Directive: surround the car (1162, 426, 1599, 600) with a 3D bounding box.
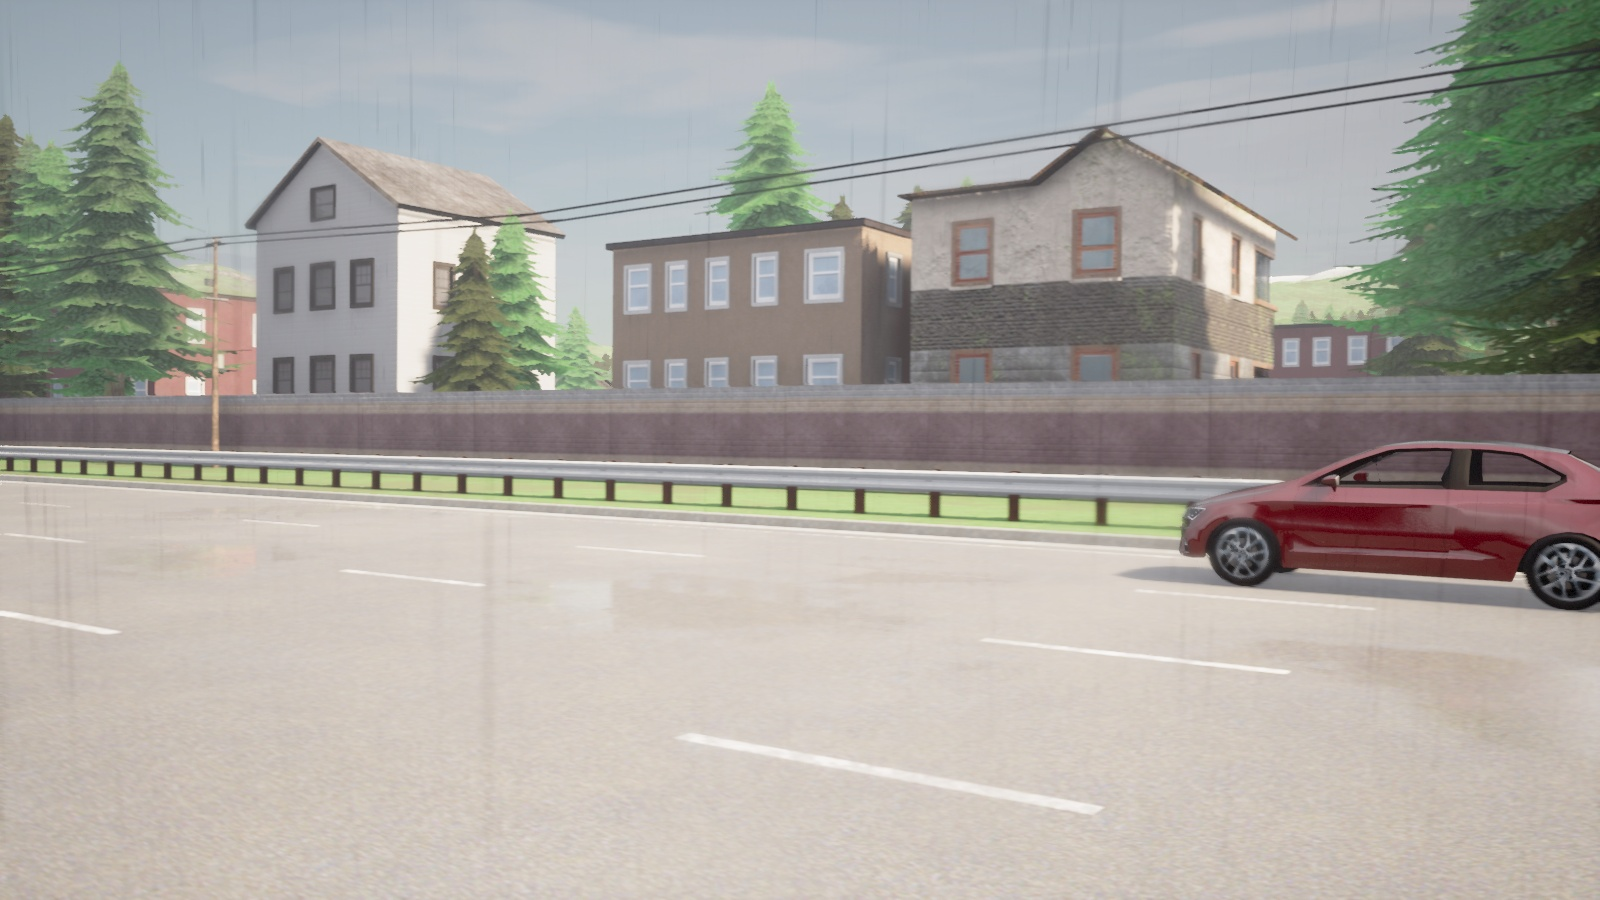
[{"bbox_3d":[5.916,0.524,12.298,4.193,1.474,1.816,0,1,34],"label":"car"}]
